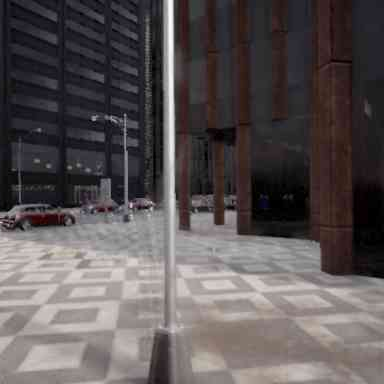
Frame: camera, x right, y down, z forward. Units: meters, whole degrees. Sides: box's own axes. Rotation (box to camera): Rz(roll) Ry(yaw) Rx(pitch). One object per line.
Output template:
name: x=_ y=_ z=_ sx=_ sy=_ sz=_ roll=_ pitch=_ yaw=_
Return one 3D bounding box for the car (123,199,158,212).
car: x=-6.443 y=1.514 z=39.478 sx=1.967 sy=1.590 sz=4.097 roll=0 pitch=0 yaw=36

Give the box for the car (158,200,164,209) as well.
car: x=-3.158 y=1.612 z=44.026 sx=2.008 sy=1.369 sz=4.403 roll=0 pitch=0 yaw=36

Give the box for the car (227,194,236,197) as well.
car: x=6.692 y=1.342 z=57.669 sx=2.192 sy=1.841 sz=5.009 roll=0 pitch=0 yaw=36

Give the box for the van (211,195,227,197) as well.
van: x=3.408 y=1.379 z=53.121 sx=1.690 sy=1.788 sz=3.998 roll=0 pitch=0 yaw=36

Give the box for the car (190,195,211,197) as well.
car: x=0.124 y=1.364 z=48.574 sx=2.192 sy=1.841 sz=5.009 roll=0 pitch=0 yaw=36

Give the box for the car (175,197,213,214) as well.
car: x=0.480 y=1.555 z=34.502 sx=2.008 sy=1.369 sz=4.403 roll=0 pitch=0 yaw=36

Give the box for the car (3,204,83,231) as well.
car: x=-9.371 y=1.484 z=20.860 sx=1.967 sy=1.590 sz=4.097 roll=0 pitch=0 yaw=36

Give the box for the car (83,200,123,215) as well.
car: x=-9.727 y=1.527 z=34.930 sx=1.967 sy=1.590 sz=4.097 roll=0 pitch=0 yaw=36

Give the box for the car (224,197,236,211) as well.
car: x=3.763 y=1.557 z=39.049 sx=1.947 sy=1.339 sz=4.313 roll=0 pitch=0 yaw=36
